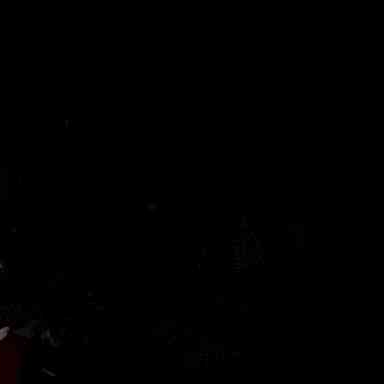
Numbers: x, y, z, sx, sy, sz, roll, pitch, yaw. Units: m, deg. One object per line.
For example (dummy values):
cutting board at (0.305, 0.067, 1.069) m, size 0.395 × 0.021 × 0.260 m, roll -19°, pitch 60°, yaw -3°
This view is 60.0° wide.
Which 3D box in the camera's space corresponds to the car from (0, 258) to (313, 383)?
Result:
car at (-0.908, 1.601, 3.457) m, size 4.206 × 1.307 × 1.802 m, roll -1°, pitch 0°, yaw 35°
